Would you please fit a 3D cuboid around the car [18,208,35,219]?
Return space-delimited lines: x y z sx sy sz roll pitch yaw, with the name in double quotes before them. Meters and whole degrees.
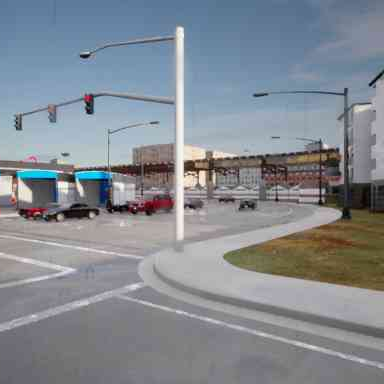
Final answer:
"car" -12.270 1.601 28.650 1.895 1.301 4.718 0 0 37

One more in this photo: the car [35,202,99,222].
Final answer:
"car" -9.567 1.526 26.468 1.812 1.442 4.674 0 0 36

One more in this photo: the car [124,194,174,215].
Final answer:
"car" -4.104 1.221 34.405 2.150 2.045 5.566 0 0 30

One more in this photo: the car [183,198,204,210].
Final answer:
"car" 0.148 1.547 44.088 2.033 1.411 5.357 0 0 16

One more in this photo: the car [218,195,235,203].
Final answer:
"car" 7.106 1.356 69.267 2.097 1.767 4.553 0 0 -18

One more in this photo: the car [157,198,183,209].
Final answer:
"car" -2.927 1.547 46.016 2.033 1.411 5.357 0 0 15

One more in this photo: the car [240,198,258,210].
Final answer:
"car" 7.339 1.505 43.247 1.837 1.490 4.892 1 0 16

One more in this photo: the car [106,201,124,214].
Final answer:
"car" -7.084 1.601 36.209 1.895 1.301 4.718 0 0 30
